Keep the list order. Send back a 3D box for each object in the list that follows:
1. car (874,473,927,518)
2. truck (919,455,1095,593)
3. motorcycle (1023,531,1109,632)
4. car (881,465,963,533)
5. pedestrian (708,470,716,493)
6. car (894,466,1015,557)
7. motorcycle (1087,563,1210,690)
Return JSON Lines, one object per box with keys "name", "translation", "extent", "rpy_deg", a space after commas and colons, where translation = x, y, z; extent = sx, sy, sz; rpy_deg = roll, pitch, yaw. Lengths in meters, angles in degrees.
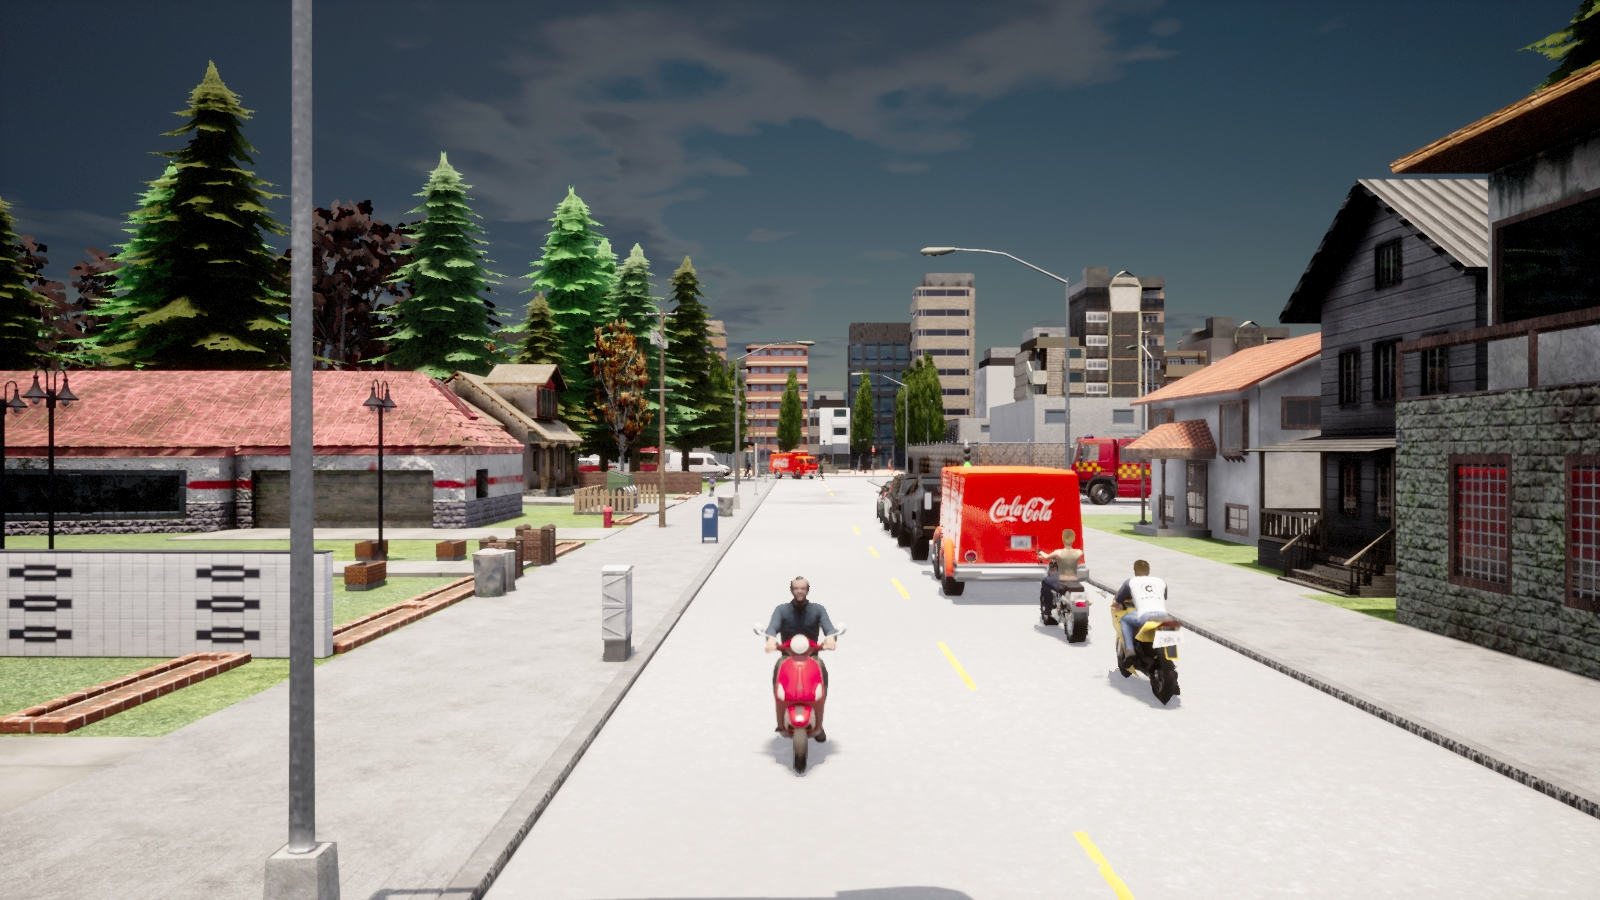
{"name": "car", "translation": [3.969, 1.780, 45.606], "extent": [1.851, 1.617, 3.988], "rpy_deg": [0, 0, 2]}
{"name": "truck", "translation": [3.996, 1.348, 23.175], "extent": [2.627, 2.467, 5.204], "rpy_deg": [0, 0, 0]}
{"name": "motorcycle", "translation": [3.999, 1.950, 17.386], "extent": [0.764, 1.277, 2.356], "rpy_deg": [0, 0, 0]}
{"name": "car", "translation": [3.978, 1.560, 38.158], "extent": [2.150, 2.045, 5.566], "rpy_deg": [0, 0, 0]}
{"name": "pedestrian", "translation": [-5.078, 1.803, 65.827], "extent": [0.375, 1.300, 0.375], "rpy_deg": [0, 0, 3]}
{"name": "car", "translation": [3.988, 1.534, 30.676], "extent": [2.390, 2.098, 6.274], "rpy_deg": [0, 0, 0]}
{"name": "motorcycle", "translation": [3.995, 1.993, 13.267], "extent": [0.803, 1.145, 2.033], "rpy_deg": [0, 0, 0]}
